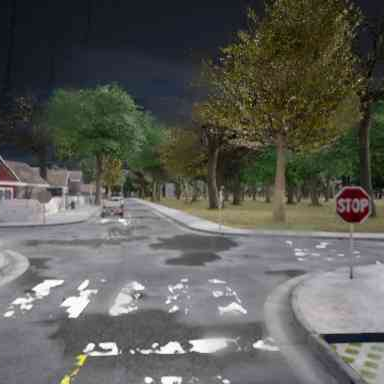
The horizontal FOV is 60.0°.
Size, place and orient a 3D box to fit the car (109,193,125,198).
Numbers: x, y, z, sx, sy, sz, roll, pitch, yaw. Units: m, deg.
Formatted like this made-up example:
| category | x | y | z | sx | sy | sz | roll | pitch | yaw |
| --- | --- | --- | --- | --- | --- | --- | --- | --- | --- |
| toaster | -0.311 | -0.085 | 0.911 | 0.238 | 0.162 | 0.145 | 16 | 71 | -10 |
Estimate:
| category | x | y | z | sx | sy | sz | roll | pitch | yaw |
| --- | --- | --- | --- | --- | --- | --- | --- | --- | --- |
| car | -12.343 | 1.187 | 54.742 | 2.150 | 2.045 | 5.566 | 0 | 0 | -12 |

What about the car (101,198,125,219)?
| category | x | y | z | sx | sy | sz | roll | pitch | yaw |
| --- | --- | --- | --- | --- | --- | --- | --- | --- | --- |
| car | -6.909 | 1.499 | 29.295 | 1.812 | 1.442 | 4.674 | 0 | 0 | -10 |
